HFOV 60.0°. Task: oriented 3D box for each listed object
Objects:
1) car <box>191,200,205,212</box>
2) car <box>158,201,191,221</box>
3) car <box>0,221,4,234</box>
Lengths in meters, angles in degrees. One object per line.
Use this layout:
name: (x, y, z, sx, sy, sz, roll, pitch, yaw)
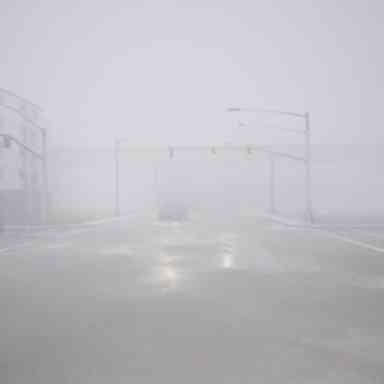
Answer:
car: (0.606, 2.499, 60.786, 2.150, 2.045, 5.566, -2, -2, 21)
car: (-2.021, 2.135, 36.457, 2.150, 2.045, 5.566, -2, 0, 12)
car: (-14.480, 2.177, 21.445, 4.181, 1.385, 1.994, -1, -1, 4)
